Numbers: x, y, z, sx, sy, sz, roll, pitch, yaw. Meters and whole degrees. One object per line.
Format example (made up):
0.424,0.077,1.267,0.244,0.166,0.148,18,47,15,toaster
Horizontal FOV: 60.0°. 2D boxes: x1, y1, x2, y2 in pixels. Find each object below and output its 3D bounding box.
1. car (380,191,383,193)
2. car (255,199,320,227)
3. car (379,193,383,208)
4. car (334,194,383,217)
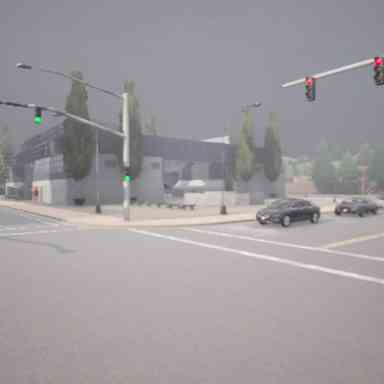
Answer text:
23.927,0.636,40.663,2.097,1.767,4.553,0,1,23,car
5.812,1.184,19.935,4.892,1.490,1.837,-1,1,-39,car
18.872,1.036,32.063,1.895,1.301,4.718,0,1,37,car
12.667,1.124,25.636,4.181,1.385,1.994,-1,1,-41,car
